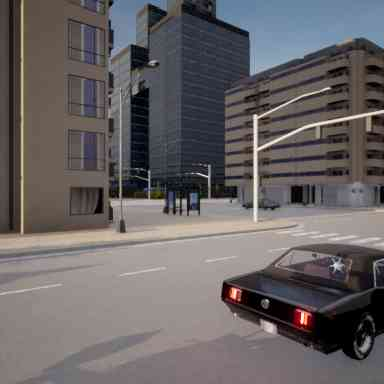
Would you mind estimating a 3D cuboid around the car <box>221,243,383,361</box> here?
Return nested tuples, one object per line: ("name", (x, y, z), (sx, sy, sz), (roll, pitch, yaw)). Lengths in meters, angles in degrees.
("car", (2.866, 1.601, 5.959), (4.718, 1.301, 1.895), (0, 0, -36))

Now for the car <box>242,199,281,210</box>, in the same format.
("car", (8.971, 1.603, 43.407), (2.033, 1.411, 5.357), (0, 0, -37))
